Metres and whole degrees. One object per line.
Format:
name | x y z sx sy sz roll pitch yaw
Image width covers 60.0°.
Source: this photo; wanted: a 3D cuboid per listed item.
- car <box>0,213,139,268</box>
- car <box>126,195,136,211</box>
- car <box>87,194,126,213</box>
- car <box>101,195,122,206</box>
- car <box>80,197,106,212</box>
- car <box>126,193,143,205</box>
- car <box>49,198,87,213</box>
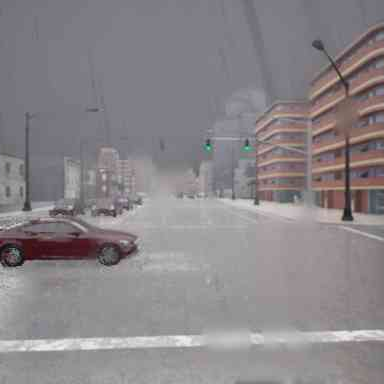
car | -4.091 1.545 10.781 4.674 1.442 1.812 0 0 -4
car | -8.174 1.433 39.601 1.812 1.442 4.674 0 1 -2
car | -7.787 1.348 30.732 2.097 1.767 4.553 0 1 -2
car | -12.153 1.302 50.623 2.033 1.411 5.357 0 1 -2
car | -11.673 1.413 39.461 1.837 1.490 4.892 0 1 -2
car | -8.683 1.247 51.450 1.837 1.490 4.892 0 2 -2
car | -11.271 1.354 30.331 2.097 1.767 4.553 0 0 -2
